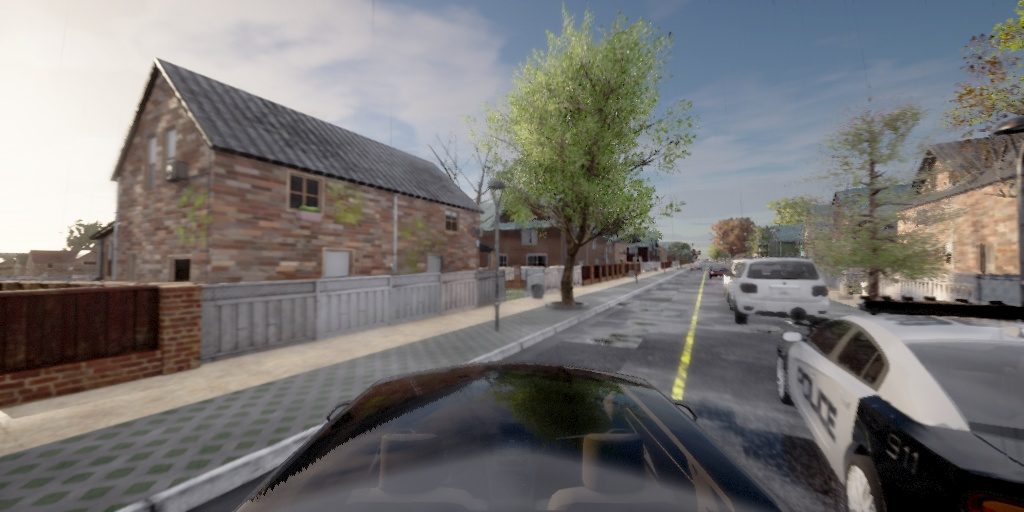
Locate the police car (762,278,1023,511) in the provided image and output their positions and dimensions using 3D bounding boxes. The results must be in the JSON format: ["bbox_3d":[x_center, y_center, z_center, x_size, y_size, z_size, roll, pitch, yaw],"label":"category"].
[{"bbox_3d":[3.802,1.191,3.211,1.930,1.638,5.238,0,-1,29],"label":"police car"}]

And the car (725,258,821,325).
[{"bbox_3d":[8.555,1.087,11.923,2.150,2.045,5.566,0,-1,29],"label":"car"}]

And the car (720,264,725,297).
[{"bbox_3d":[11.429,1.146,17.191,2.150,2.045,5.566,0,-1,29],"label":"car"}]

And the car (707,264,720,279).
[{"bbox_3d":[21.872,1.744,37.951,1.895,1.301,4.718,0,-1,29],"label":"car"}]
